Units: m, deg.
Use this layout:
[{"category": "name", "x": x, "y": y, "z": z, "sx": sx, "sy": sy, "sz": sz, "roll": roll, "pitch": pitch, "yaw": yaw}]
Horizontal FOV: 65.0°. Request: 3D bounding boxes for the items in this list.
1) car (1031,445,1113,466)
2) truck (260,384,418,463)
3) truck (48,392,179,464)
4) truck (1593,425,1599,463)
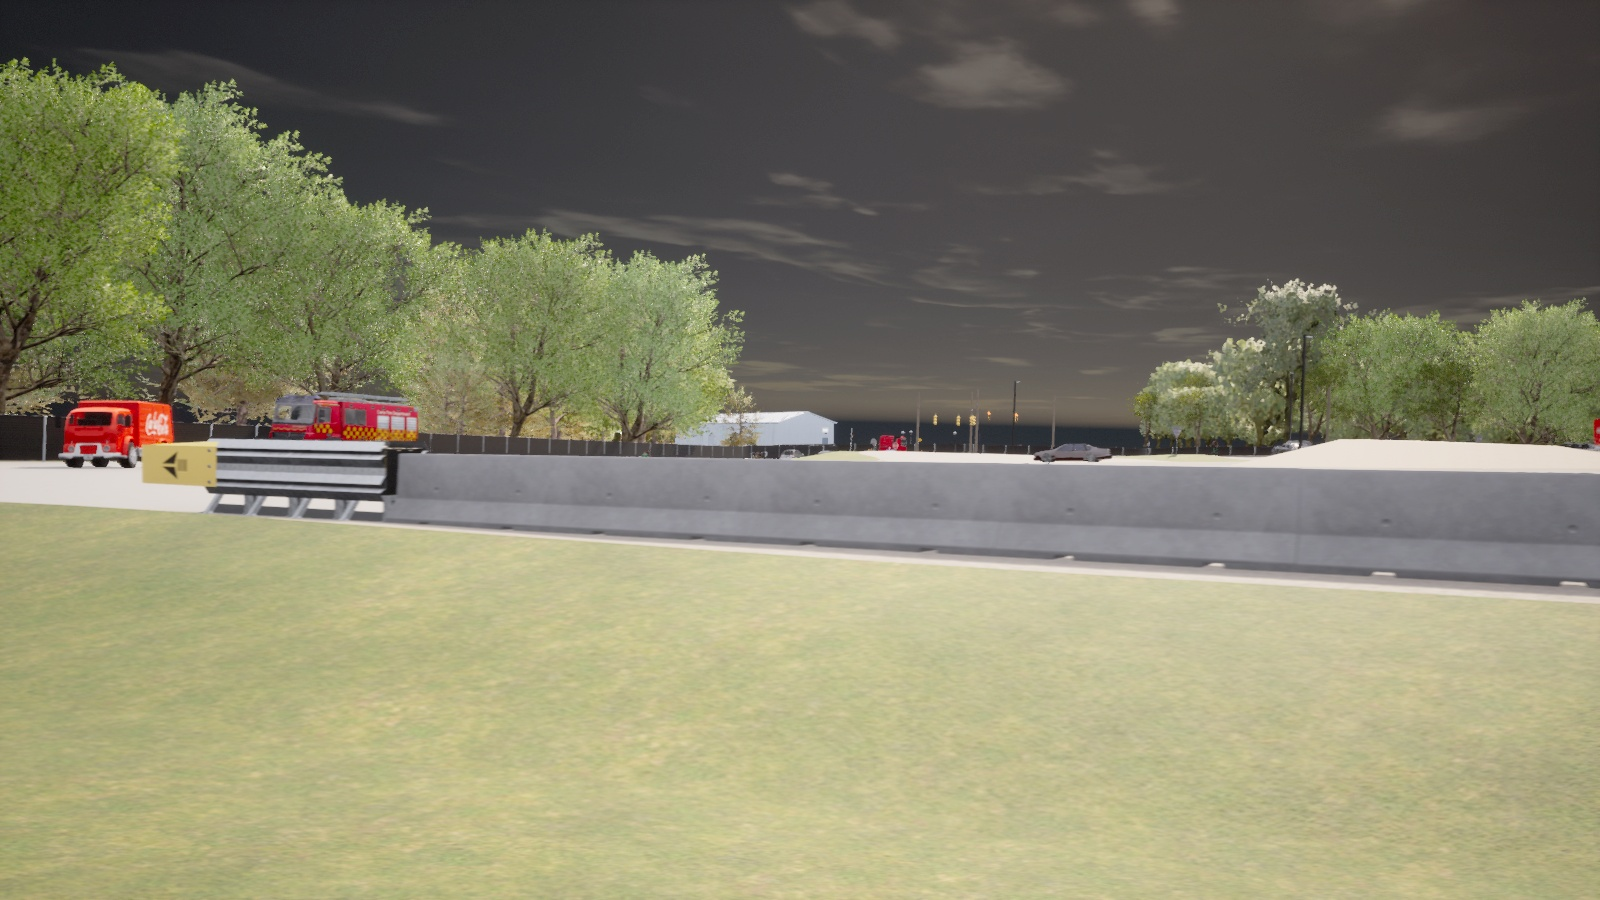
[{"category": "car", "x": 18.977, "y": 0.392, "z": 87.463, "sx": 5.357, "sy": 1.411, "sz": 2.033, "roll": 0, "pitch": -2, "yaw": 20}, {"category": "truck", "x": -24.741, "y": -1.316, "z": 67.962, "sx": 2.891, "sy": 3.827, "sz": 8.468, "roll": 3, "pitch": 0, "yaw": 22}, {"category": "truck", "x": -25.256, "y": -0.767, "z": 46.457, "sx": 2.627, "sy": 2.467, "sz": 5.204, "roll": 0, "pitch": 0, "yaw": -8}, {"category": "truck", "x": 54.487, "y": -0.411, "z": 80.847, "sx": 5.204, "sy": 2.467, "sz": 2.627, "roll": -1, "pitch": 1, "yaw": 13}]
